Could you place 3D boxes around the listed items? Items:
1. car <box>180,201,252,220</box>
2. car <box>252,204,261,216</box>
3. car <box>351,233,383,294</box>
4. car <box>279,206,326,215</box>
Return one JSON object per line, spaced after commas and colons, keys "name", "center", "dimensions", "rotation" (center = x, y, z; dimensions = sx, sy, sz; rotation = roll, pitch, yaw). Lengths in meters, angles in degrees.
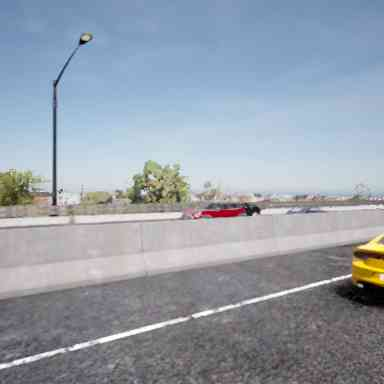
{"name": "car", "center": [1.430, 1.402, 22.119], "dimensions": [4.553, 1.767, 2.097], "rotation": [0, 0, -35]}
{"name": "car", "center": [3.705, 1.577, 27.977], "dimensions": [4.892, 1.490, 1.837], "rotation": [0, 0, -35]}
{"name": "car", "center": [5.770, 1.511, 7.818], "dimensions": [5.008, 1.535, 1.882], "rotation": [0, 0, -35]}
{"name": "car", "center": [7.473, 1.636, 22.071], "dimensions": [4.181, 1.385, 1.994], "rotation": [0, 0, -35]}
